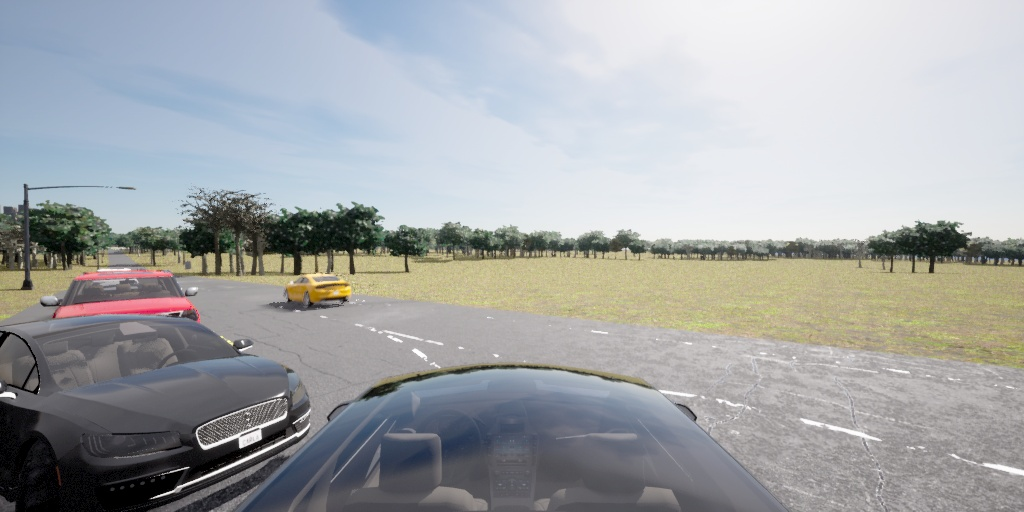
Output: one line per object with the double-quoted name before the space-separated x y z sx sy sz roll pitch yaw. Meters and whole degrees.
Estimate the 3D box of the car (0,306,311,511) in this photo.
"car" -4.513 1.445 4.013 4.892 1.490 1.837 -3 -3 22

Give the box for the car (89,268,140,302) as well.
"car" -27.746 1.891 25.038 5.566 2.045 2.150 -2 0 42

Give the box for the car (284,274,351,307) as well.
"car" -10.362 1.699 18.969 5.008 1.535 1.882 -2 0 42

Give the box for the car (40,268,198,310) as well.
"car" -9.365 1.386 8.721 5.566 2.045 2.150 -2 0 42
